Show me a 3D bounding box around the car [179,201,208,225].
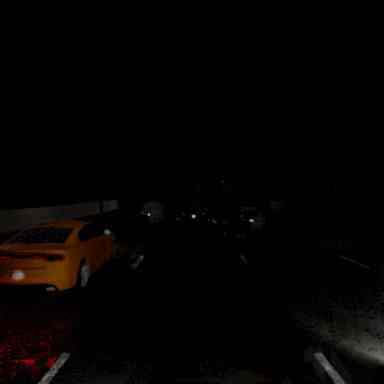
[{"bbox_3d":[0.110,1.610,24.326,1.994,1.385,4.181,0,0,0],"label":"car"}]

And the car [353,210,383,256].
[{"bbox_3d":[7.102,1.240,10.063,2.150,2.045,5.566,0,0,0],"label":"car"}]

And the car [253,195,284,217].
[{"bbox_3d":[7.154,1.280,31.646,2.150,2.045,5.566,0,0,1],"label":"car"}]

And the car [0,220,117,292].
[{"bbox_3d":[-3.398,1.495,9.006,1.882,1.535,5.008,0,0,0],"label":"car"}]

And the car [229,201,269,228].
[{"bbox_3d":[3.605,1.567,22.395,1.812,1.442,4.674,0,0,0],"label":"car"}]

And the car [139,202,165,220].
[{"bbox_3d":[-3.373,1.579,28.606,1.812,1.442,4.674,0,0,0],"label":"car"}]
